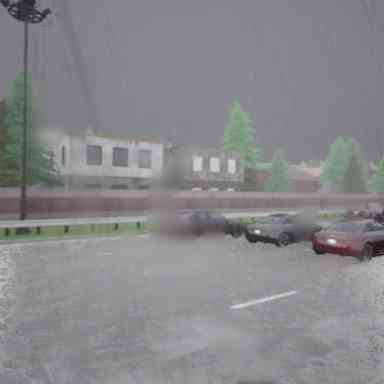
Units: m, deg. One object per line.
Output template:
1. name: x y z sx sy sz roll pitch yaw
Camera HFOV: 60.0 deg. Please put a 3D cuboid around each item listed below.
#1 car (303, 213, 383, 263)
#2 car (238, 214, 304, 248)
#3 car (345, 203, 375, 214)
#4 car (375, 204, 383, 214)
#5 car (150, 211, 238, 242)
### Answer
1. car: 6.528 1.718 12.766 4.181 1.385 1.994 1 0 -35
2. car: 4.494 1.718 15.615 4.181 1.385 1.994 1 0 -35
3. car: 14.465 1.683 27.025 4.553 1.767 2.097 1 -1 -35
4. car: 15.646 1.542 23.586 5.566 2.045 2.150 1 0 -35
5. car: 0.542 1.673 17.125 5.357 1.411 2.033 1 0 -35
